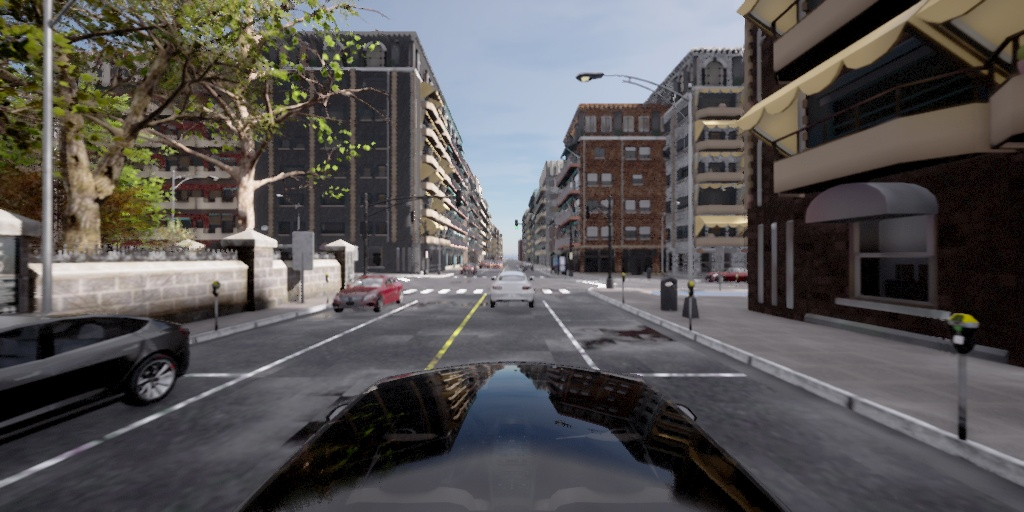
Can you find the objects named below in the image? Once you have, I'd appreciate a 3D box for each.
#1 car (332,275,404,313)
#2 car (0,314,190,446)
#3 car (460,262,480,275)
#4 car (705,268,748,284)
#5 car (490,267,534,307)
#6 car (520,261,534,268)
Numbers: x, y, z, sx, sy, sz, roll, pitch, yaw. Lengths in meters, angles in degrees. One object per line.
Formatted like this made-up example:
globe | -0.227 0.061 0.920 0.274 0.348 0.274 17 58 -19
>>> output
car | -5.688 1.454 14.696 1.802 1.307 4.207 0 0 0
car | -5.689 1.333 3.626 1.948 1.339 4.313 0 0 0
car | -5.685 1.618 47.105 1.967 1.591 4.097 0 0 0
car | 21.383 1.891 35.536 4.097 1.591 1.967 0 0 -1
car | 0.004 1.412 16.226 1.812 1.442 4.674 0 0 0
car | 2.696 1.836 58.376 2.007 1.370 4.403 0 0 0
